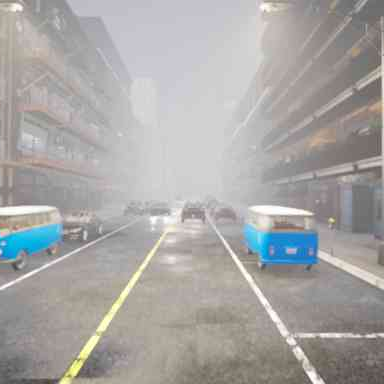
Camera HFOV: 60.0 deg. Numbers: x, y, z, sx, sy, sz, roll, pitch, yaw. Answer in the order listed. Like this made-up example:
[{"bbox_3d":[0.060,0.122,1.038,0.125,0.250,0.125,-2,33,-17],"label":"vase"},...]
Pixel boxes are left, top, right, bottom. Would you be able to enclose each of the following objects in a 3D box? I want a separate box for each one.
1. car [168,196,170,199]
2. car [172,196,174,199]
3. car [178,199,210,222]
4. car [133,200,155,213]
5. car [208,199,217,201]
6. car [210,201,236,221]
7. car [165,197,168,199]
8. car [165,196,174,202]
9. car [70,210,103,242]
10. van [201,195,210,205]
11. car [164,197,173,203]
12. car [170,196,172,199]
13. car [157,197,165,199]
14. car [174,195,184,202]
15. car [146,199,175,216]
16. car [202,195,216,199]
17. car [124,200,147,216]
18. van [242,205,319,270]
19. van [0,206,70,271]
[{"bbox_3d":[-5.640,1.777,61.989,1.887,1.381,4.507,1,0,0],"label":"car"},{"bbox_3d":[-5.640,1.844,73.358,1.947,1.339,4.313,1,0,0],"label":"car"},{"bbox_3d":[0.102,1.589,27.134,2.128,1.511,4.902,0,0,0],"label":"car"},{"bbox_3d":[-5.642,1.710,39.251,1.947,1.339,4.313,1,0,0],"label":"car"},{"bbox_3d":[2.705,1.689,33.626,1.947,1.339,4.313,1,0,0],"label":"car"},{"bbox_3d":[2.705,1.684,27.941,1.802,1.307,4.206,1,0,0],"label":"car"},{"bbox_3d":[-5.640,1.735,56.134,1.752,1.417,4.829,1,0,0],"label":"car"},{"bbox_3d":[-5.638,1.766,84.729,1.967,1.590,4.097,1,0,0],"label":"car"},{"bbox_3d":[-5.665,1.610,16.512,2.008,1.369,4.403,1,0,0],"label":"car"},{"bbox_3d":[2.709,1.597,67.734,1.690,1.788,3.998,1,0,0],"label":"van"},{"bbox_3d":[-5.640,1.827,78.872,1.752,1.417,4.829,1,0,0],"label":"car"},{"bbox_3d":[-5.640,1.780,67.504,1.752,1.417,4.829,1,0,0],"label":"car"},{"bbox_3d":[-5.641,1.733,50.619,1.887,1.381,4.507,1,0,0],"label":"car"},{"bbox_3d":[-2.997,1.539,75.066,1.837,1.490,4.892,0,0,0],"label":"car"},{"bbox_3d":[-3.091,1.686,33.404,1.994,1.385,4.181,0,0,0],"label":"car"},{"bbox_3d":[2.707,1.607,44.996,1.967,1.590,4.097,1,0,0],"label":"car"},{"bbox_3d":[-5.640,1.563,33.566,1.967,1.590,4.097,1,0,0],"label":"car"},{"bbox_3d":[2.708,1.380,10.888,1.690,1.788,3.998,1,0,0],"label":"van"},{"bbox_3d":[-5.677,1.380,10.829,1.690,1.788,3.998,1,0,0],"label":"van"}]
